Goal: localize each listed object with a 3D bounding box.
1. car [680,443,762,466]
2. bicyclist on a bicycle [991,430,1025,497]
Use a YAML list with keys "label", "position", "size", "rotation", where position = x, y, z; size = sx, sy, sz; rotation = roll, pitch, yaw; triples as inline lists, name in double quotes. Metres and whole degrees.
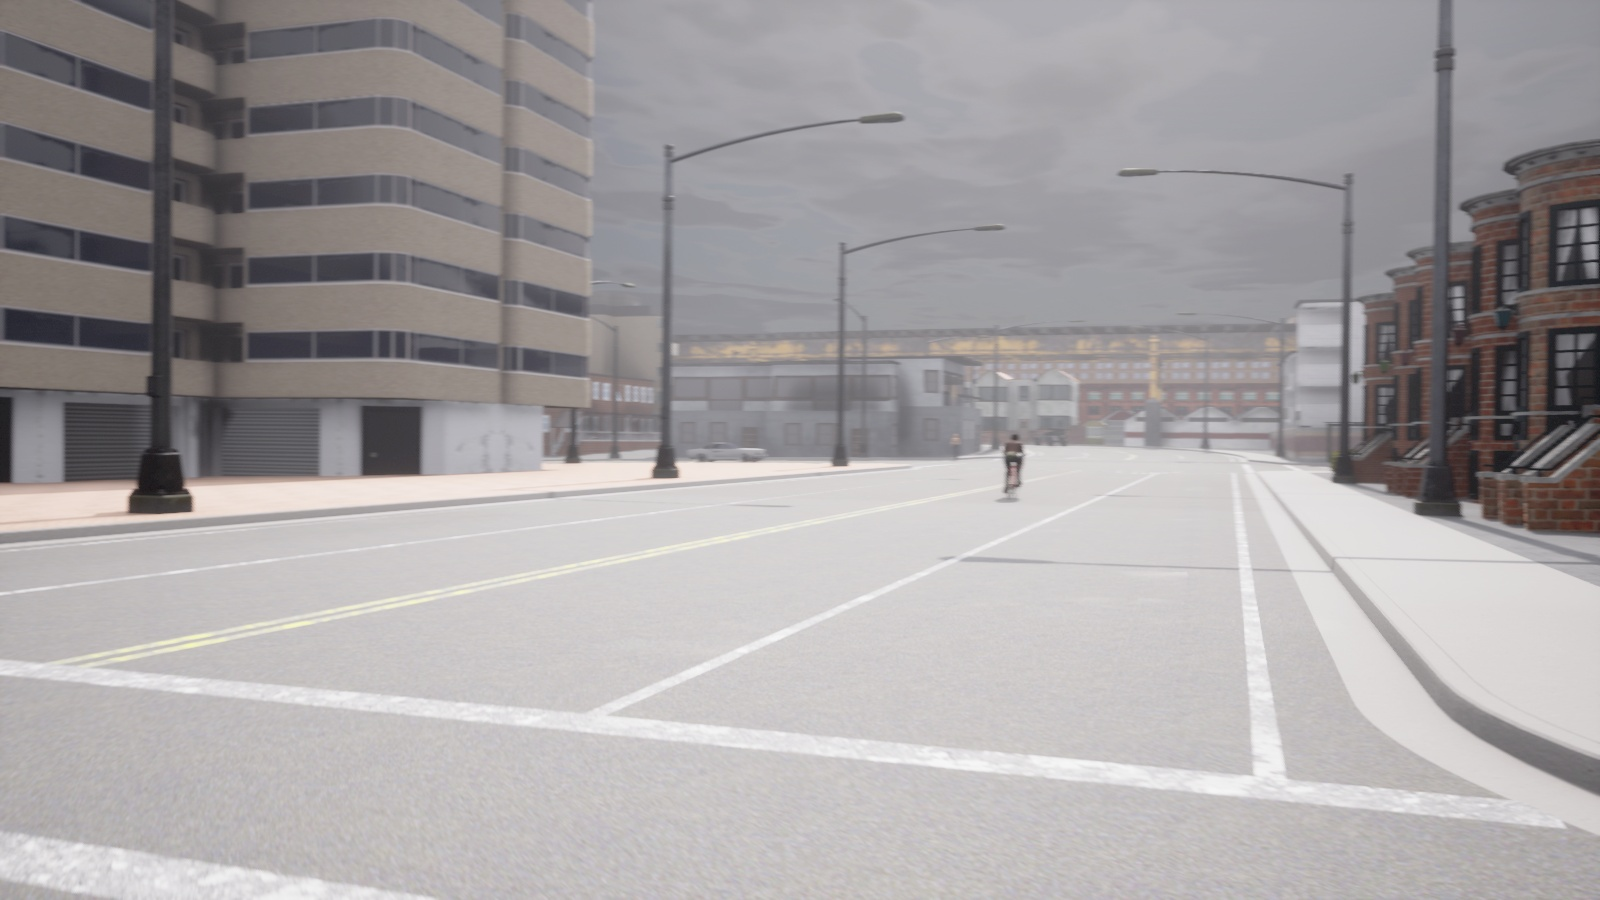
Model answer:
- label: "car"
  position: [-4.902, 0.252, 77.849]
  size: [4.718, 1.301, 1.895]
  rotation: [-1, 0, 17]
- label: "bicyclist on a bicycle"
  position: [5.179, 0.329, 31.208]
  size: [0.582, 1.620, 1.656]
  rotation: [0, 0, 18]
